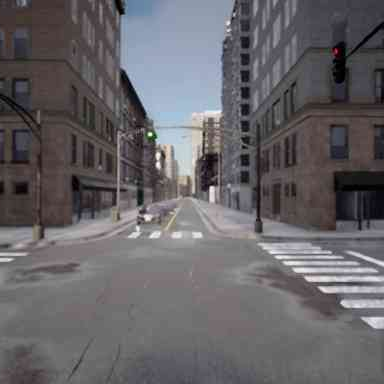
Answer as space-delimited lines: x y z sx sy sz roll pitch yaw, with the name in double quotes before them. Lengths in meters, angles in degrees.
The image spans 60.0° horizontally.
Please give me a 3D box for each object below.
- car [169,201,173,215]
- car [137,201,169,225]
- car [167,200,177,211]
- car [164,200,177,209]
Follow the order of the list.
"car" -3.344 1.919 35.795 1.895 1.301 4.718 0 -1 -1
"car" -3.228 1.722 26.603 2.128 1.511 4.902 0 -1 -1
"car" -3.466 1.942 45.671 1.812 1.442 4.674 0 -1 0
"car" -3.555 2.048 55.941 1.812 1.442 4.674 0 -1 0
